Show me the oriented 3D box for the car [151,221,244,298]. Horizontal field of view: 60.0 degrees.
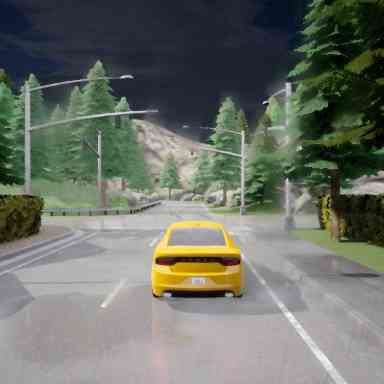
[{"bbox_3d":[0.121,1.478,8.563,1.882,1.535,5.008,0,0,0],"label":"car"}]
